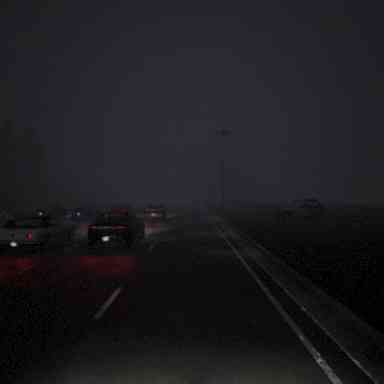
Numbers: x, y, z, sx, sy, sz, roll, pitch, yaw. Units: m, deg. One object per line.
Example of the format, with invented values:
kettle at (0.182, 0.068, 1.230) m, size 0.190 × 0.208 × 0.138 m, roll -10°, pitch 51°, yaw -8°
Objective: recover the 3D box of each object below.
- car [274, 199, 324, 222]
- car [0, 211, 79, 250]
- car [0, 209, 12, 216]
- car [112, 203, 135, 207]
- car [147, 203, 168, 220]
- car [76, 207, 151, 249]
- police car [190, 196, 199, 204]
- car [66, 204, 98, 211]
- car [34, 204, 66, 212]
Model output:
car at (8.917, 1.509, 27.624) m, size 3.866 × 1.878 × 1.905 m, roll 0°, pitch -1°, yaw 0°
car at (-6.902, 1.763, 15.122) m, size 1.895 × 1.301 × 4.718 m, roll 0°, pitch -1°, yaw 0°
car at (-10.402, 1.385, 15.267) m, size 2.150 × 2.045 × 5.566 m, roll 0°, pitch -1°, yaw 0°
car at (-6.905, 1.834, 33.380) m, size 1.882 × 1.535 × 5.008 m, roll 0°, pitch -1°, yaw 0°
car at (-3.404, 1.831, 31.797) m, size 2.128 × 1.511 × 4.902 m, roll 0°, pitch -1°, yaw 0°
car at (-3.402, 1.658, 15.542) m, size 2.128 × 1.511 × 4.902 m, roll 0°, pitch -1°, yaw 0°
police car at (1.036, 2.421, 93.522) m, size 1.930 × 1.638 × 5.238 m, roll 0°, pitch -1°, yaw 0°
car at (-10.419, 1.876, 32.833) m, size 1.812 × 1.442 × 4.674 m, roll 0°, pitch -1°, yaw 0°
car at (-13.919, 1.876, 32.871) m, size 1.812 × 1.442 × 4.674 m, roll 0°, pitch -1°, yaw 0°
